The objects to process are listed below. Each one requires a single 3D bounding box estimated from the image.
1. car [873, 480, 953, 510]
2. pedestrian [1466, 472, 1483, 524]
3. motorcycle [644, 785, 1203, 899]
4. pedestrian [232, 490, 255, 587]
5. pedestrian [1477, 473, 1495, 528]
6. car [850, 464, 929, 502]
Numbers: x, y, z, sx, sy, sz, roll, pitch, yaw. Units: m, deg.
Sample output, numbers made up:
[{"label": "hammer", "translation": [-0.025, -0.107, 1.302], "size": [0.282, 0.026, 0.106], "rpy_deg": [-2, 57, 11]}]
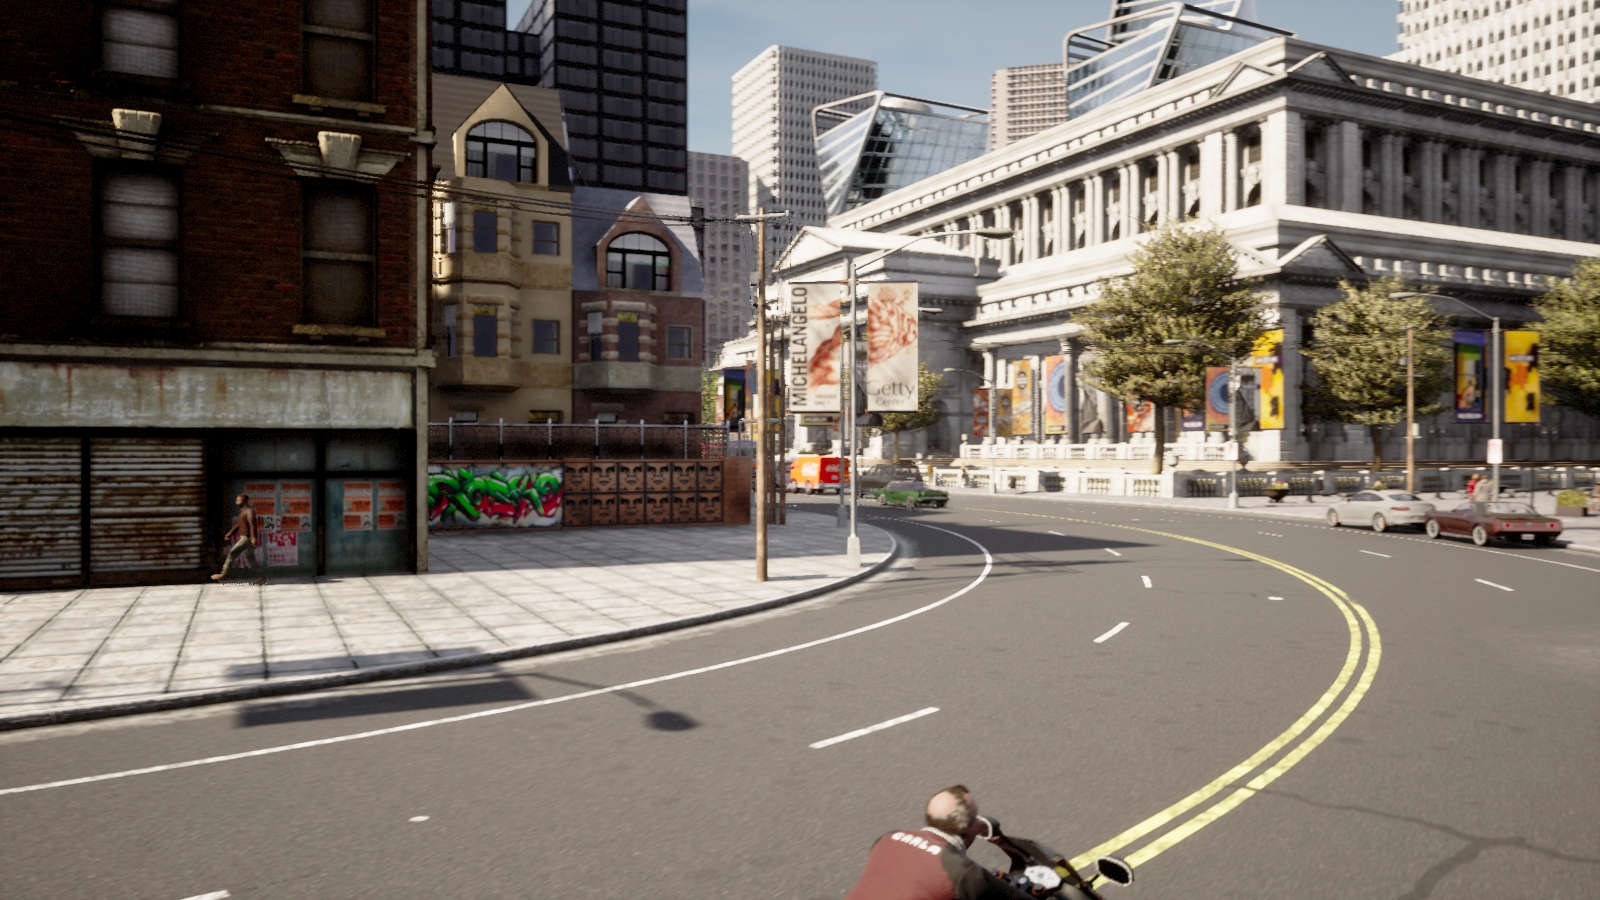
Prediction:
[{"label": "car", "translation": [5.545, 2.205, 56.867], "size": [1.895, 1.301, 4.718], "rpy_deg": [0, 0, -24]}, {"label": "pedestrian", "translation": [24.119, 1.721, 40.881], "size": [0.375, 1.860, 0.375], "rpy_deg": [0, 0, -8]}, {"label": "motorcycle", "translation": [0.551, 2.209, 4.375], "size": [2.209, 1.251, 0.867], "rpy_deg": [0, 0, -40]}, {"label": "pedestrian", "translation": [-10.936, 1.726, 22.439], "size": [0.375, 1.860, 0.375], "rpy_deg": [0, 0, -30]}, {"label": "pedestrian", "translation": [23.462, 1.718, 39.086], "size": [0.375, 1.860, 0.375], "rpy_deg": [0, 0, 4]}, {"label": "car", "translation": [5.107, 1.838, 66.085], "size": [2.150, 2.045, 5.566], "rpy_deg": [0, 0, -25]}]
